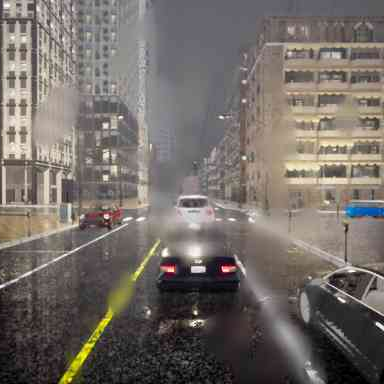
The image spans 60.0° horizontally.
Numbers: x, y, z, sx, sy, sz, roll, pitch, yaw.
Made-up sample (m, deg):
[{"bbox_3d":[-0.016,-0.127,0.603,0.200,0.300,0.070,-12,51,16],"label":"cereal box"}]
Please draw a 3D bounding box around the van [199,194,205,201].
[{"bbox_3d":[2.591,1.381,86.923,1.690,1.788,3.998,0,0,0],"label":"van"}]

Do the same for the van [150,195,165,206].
[{"bbox_3d":[-5.751,1.355,53.606,1.690,1.788,3.998,0,0,0],"label":"van"}]

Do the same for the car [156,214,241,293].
[{"bbox_3d":[0.094,1.548,8.969,2.033,1.411,5.357,0,0,-1],"label":"car"}]

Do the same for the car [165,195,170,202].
[{"bbox_3d":[-5.776,1.556,75.640,1.752,1.417,4.829,0,0,0],"label":"car"}]

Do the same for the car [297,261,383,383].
[{"bbox_3d":[2.685,1.551,4.195,2.008,1.369,4.403,0,0,0],"label":"car"}]

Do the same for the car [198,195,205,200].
[{"bbox_3d":[2.586,1.596,92.473,2.008,1.369,4.403,0,0,0],"label":"car"}]

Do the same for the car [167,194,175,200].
[{"bbox_3d":[-5.795,1.485,92.463,1.967,1.590,4.097,0,0,0],"label":"car"}]

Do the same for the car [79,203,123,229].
[{"bbox_3d":[-5.715,1.442,21.132,1.967,1.590,4.097,0,0,0],"label":"car"}]

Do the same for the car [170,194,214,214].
[{"bbox_3d":[0.084,1.223,19.221,2.150,2.045,5.566,0,0,0],"label":"car"}]

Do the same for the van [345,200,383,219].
[{"bbox_3d":[16.894,1.708,31.891,3.998,1.788,1.690,1,-1,0],"label":"van"}]

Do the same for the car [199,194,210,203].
[{"bbox_3d":[2.610,1.341,70.270,2.192,1.841,5.009,0,0,0],"label":"car"}]
